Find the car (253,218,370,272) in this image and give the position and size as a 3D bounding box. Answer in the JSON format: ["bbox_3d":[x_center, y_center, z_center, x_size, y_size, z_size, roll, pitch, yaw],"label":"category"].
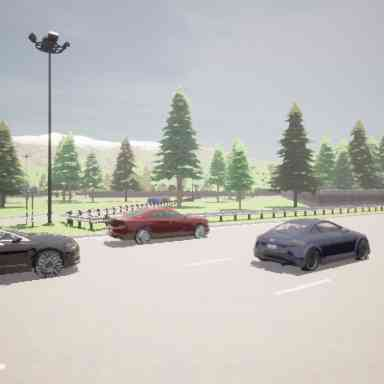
[{"bbox_3d":[3.959,1.564,10.858,4.181,1.385,1.994,0,0,-35],"label":"car"}]

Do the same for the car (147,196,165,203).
[{"bbox_3d":[-6.648,1.477,59.425,1.882,1.535,5.008,0,0,5],"label":"car"}]

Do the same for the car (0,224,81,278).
[{"bbox_3d":[-5.425,1.492,8.475,4.902,1.511,2.128,0,0,-35],"label":"car"}]

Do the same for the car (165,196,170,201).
[{"bbox_3d":[-5.672,1.524,69.464,1.812,1.442,4.674,0,0,5],"label":"car"}]

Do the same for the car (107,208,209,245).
[{"bbox_3d":[-1.445,1.477,15.603,5.008,1.535,1.882,0,0,-35],"label":"car"}]
